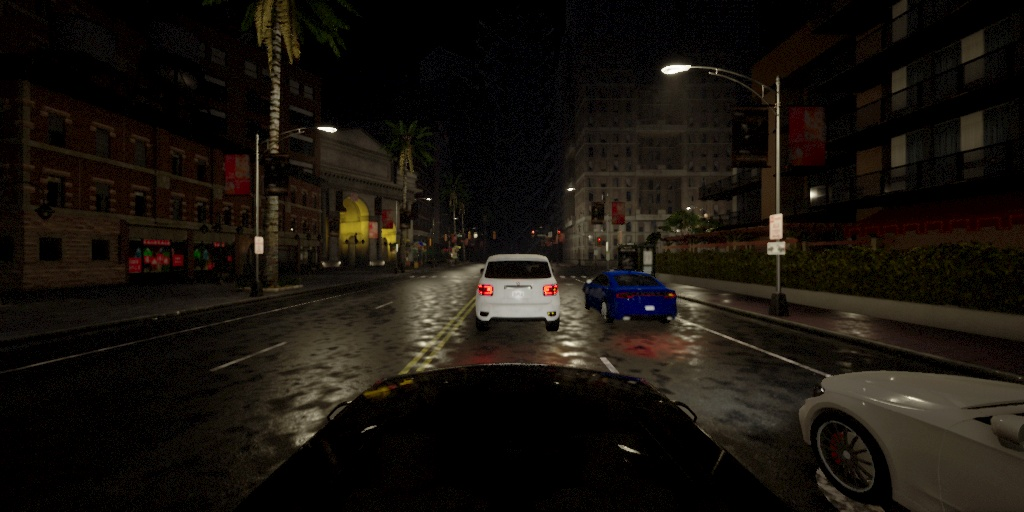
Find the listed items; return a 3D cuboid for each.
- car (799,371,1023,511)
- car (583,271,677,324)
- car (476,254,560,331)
[{"bbox_3d":[3.655,1.276,1.433,1.812,1.442,4.674,0,0,0],"label":"car"},{"bbox_3d":[3.668,1.225,12.018,1.882,1.535,5.008,0,0,0],"label":"car"},{"bbox_3d":[0.157,0.969,11.063,2.150,2.045,5.566,0,0,0],"label":"car"}]
